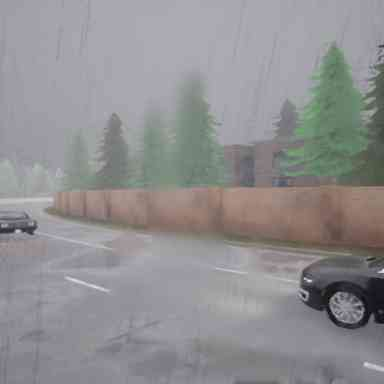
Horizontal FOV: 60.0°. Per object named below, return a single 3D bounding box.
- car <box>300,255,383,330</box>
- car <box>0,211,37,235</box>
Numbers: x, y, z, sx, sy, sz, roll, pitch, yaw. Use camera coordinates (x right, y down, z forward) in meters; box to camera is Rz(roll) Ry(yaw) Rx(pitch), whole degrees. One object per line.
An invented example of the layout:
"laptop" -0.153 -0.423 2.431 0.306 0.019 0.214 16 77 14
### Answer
"car" 4.284 1.532 5.376 4.892 1.490 1.837 0 0 36
"car" -10.329 1.714 18.592 1.895 1.301 4.718 0 0 -42
